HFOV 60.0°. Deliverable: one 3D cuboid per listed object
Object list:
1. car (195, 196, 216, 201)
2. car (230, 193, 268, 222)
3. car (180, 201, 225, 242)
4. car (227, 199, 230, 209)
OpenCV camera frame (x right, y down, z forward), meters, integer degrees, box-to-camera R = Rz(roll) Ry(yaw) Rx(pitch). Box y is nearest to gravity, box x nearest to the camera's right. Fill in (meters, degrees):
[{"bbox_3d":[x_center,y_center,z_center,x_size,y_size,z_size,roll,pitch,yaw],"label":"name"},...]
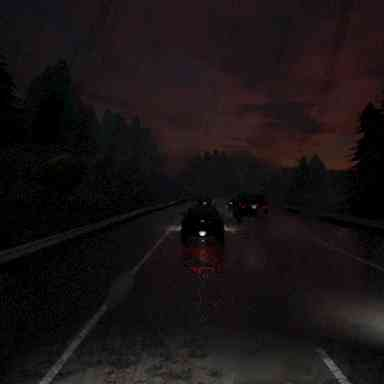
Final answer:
[{"bbox_3d":[1.396,1.146,34.617,2.097,1.767,4.553,0,0,4],"label":"car"},{"bbox_3d":[4.302,1.077,25.031,2.150,2.045,5.566,0,1,3],"label":"car"},{"bbox_3d":[0.513,1.410,15.872,1.837,1.490,4.892,0,0,2],"label":"car"},{"bbox_3d":[5.319,1.309,40.641,2.033,1.411,5.357,0,0,6],"label":"car"}]
